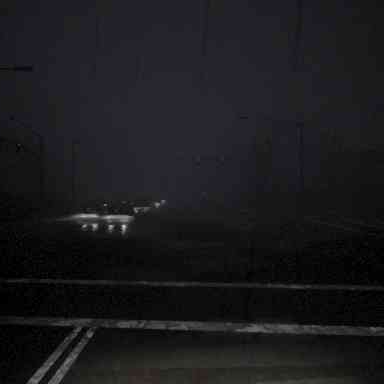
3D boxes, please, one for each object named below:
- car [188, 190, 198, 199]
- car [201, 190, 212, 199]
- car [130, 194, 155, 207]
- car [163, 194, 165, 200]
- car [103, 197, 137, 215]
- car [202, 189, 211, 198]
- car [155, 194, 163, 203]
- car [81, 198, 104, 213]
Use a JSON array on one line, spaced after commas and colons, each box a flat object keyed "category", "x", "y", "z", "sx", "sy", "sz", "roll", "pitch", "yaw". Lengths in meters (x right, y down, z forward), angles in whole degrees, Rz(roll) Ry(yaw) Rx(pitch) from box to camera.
[{"category": "car", "x": 0.183, "y": 0.604, "z": 76.548, "sx": 2.150, "sy": 2.045, "sz": 5.566, "roll": 0, "pitch": 1, "yaw": 0}, {"category": "car", "x": 3.687, "y": 0.910, "z": 77.612, "sx": 1.994, "sy": 1.385, "sz": 4.181, "roll": 0, "pitch": 1, "yaw": 0}, {"category": "car", "x": -6.957, "y": 1.399, "z": 47.210, "sx": 2.033, "sy": 1.411, "sz": 5.357, "roll": 0, "pitch": 1, "yaw": 0}, {"category": "car", "x": -6.830, "y": 1.080, "z": 71.391, "sx": 1.895, "sy": 1.301, "sz": 4.718, "roll": 0, "pitch": 1, "yaw": 0}, {"category": "car", "x": -7.017, "y": 1.530, "z": 32.951, "sx": 1.994, "sy": 1.385, "sz": 4.181, "roll": 0, "pitch": 0, "yaw": 0}, {"category": "car", "x": 3.710, "y": 0.378, "z": 87.605, "sx": 2.150, "sy": 2.045, "sz": 5.566, "roll": 0, "pitch": 1, "yaw": 0}, {"category": "car", "x": -6.896, "y": 1.277, "z": 60.853, "sx": 1.895, "sy": 1.301, "sz": 4.718, "roll": 0, "pitch": 1, "yaw": 1}, {"category": "car", "x": -10.502, "y": 1.442, "z": 36.238, "sx": 2.128, "sy": 1.511, "sz": 4.902, "roll": 0, "pitch": 0, "yaw": 0}]
